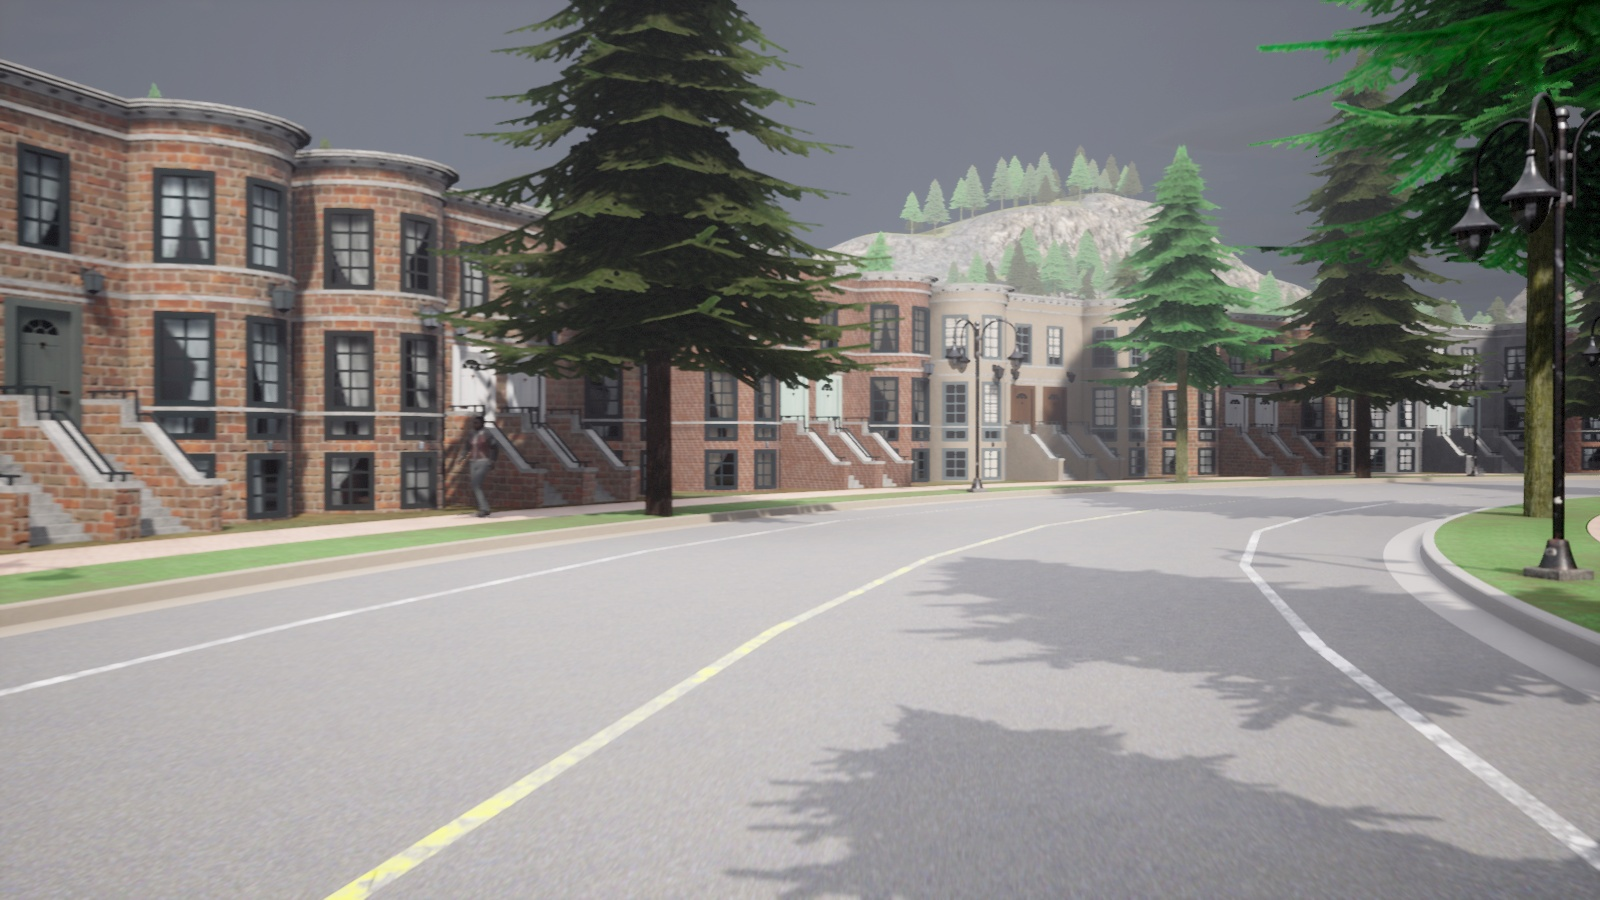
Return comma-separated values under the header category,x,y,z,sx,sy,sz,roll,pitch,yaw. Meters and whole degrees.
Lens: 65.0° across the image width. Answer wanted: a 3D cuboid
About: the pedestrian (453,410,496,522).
category,x,y,z,sx,sy,sz,roll,pitch,yaw
pedestrian,-5.733,0.273,22.136,0.402,1.930,0.666,0,0,26
